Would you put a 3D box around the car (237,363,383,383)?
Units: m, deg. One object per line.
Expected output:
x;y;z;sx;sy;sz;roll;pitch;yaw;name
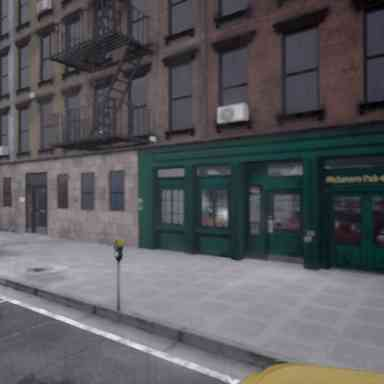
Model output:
2.132;1.519;1.291;4.829;1.417;1.752;0;0;35;car
